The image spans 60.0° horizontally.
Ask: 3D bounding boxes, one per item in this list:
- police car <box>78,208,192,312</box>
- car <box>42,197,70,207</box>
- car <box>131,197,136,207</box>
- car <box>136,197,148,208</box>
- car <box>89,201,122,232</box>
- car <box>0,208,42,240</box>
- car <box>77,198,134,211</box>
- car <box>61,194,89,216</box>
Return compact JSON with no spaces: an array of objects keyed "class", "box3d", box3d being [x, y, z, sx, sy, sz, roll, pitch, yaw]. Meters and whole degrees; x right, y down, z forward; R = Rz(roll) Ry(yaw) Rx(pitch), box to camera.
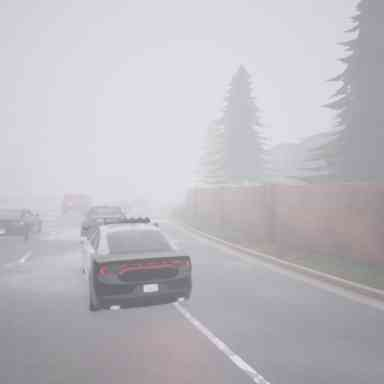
[{"class":"police car","box3d":[-1.609,1.428,8.057,1.930,1.638,5.238,0,0,-21]},{"class":"car","box3d":[-21.293,1.516,52.358,1.882,1.535,5.008,0,0,8]},{"class":"car","box3d":[-8.226,1.581,38.737,1.994,1.385,4.181,0,0,3]},{"class":"car","box3d":[-7.848,1.522,48.716,1.837,1.490,4.892,0,0,8]},{"class":"car","box3d":[-5.457,1.466,21.475,1.801,1.575,5.366,0,0,-12]},{"class":"car","box3d":[-8.794,1.541,16.598,1.812,1.442,4.674,0,0,-15]},{"class":"car","box3d":[-4.216,1.359,16.189,2.097,1.767,4.553,0,0,-15]},{"class":"car","box3d":[-11.375,1.240,33.483,2.150,2.045,5.566,0,0,-4]}]
